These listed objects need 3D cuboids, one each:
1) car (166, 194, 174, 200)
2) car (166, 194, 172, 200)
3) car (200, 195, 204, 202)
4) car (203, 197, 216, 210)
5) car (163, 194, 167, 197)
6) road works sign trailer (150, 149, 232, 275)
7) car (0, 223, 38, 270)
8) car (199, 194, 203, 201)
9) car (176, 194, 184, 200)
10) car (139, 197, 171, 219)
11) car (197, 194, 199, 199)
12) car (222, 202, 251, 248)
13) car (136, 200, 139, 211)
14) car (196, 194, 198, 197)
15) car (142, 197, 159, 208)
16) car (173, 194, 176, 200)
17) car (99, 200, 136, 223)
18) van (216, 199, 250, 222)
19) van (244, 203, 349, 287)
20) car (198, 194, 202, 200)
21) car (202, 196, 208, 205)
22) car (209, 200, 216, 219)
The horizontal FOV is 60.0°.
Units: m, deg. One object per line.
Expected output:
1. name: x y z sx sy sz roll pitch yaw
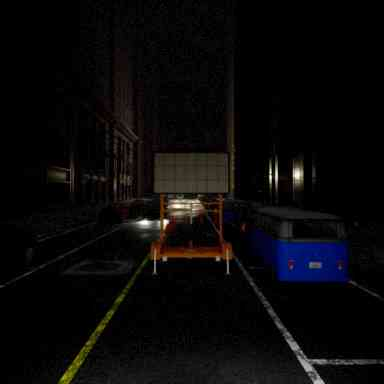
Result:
1. car: -6.018 1.341 93.369 1.967 1.590 4.097 1 0 0
2. car: -5.977 1.382 70.872 1.967 1.590 4.097 1 0 0
3. car: 2.588 1.520 48.394 1.887 1.381 4.507 1 0 0
4. car: 2.608 1.537 37.146 2.008 1.369 4.403 1 0 0
5. car: -5.959 1.542 59.623 1.802 1.307 4.206 1 0 0
6. road works sign trailer: -0.019 0.464 10.477 2.380 3.560 2.880 0 0 0
7. car: -5.867 1.545 9.003 1.887 1.381 4.507 1 0 0
8. car: 2.578 1.513 54.019 1.887 1.381 4.507 1 0 0
9. car: -3.164 1.259 89.643 2.097 1.767 4.553 0 0 0
10. car: -3.154 1.469 29.281 1.882 1.535 5.008 0 0 0
11. car: 2.557 1.517 65.270 1.947 1.339 4.313 1 0 0
12. car: 2.650 1.439 14.646 1.967 1.590 4.097 1 0 0
13. car: -5.917 1.537 37.125 2.008 1.369 4.403 1 0 0
14. car: 2.527 1.466 82.143 1.887 1.381 4.507 1 0 0
15. car: -5.937 1.500 48.203 1.752 1.417 4.829 1 0 0
16. car: -6.010 1.477 87.745 1.947 1.339 4.313 1 0 0
17. car: -5.897 1.538 25.876 1.887 1.381 4.507 1 0 0
18. van: 2.641 1.338 20.272 1.690 1.788 3.998 1 0 0
19. van: 2.661 1.341 9.022 1.690 1.788 3.998 1 0 0
20. car: 2.567 1.505 59.644 1.887 1.381 4.507 1 0 0
21. car: 2.598 1.526 42.770 1.887 1.381 4.507 1 0 0
22. car: 2.628 1.544 25.896 2.008 1.369 4.403 1 0 0
